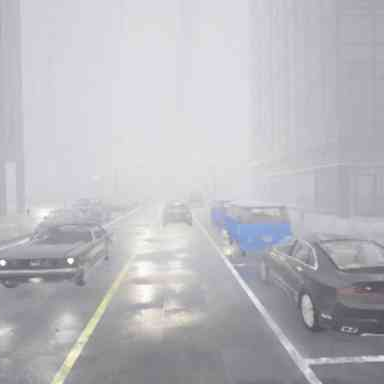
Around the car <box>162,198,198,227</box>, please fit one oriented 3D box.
[{"bbox_3d":[-0.961,1.394,21.512,2.033,1.411,5.357,-1,0,-3],"label":"car"}]

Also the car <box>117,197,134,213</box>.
[{"bbox_3d":[-7.485,1.416,34.039,1.887,1.381,4.507,-1,0,-3],"label":"car"}]

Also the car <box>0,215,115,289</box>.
[{"bbox_3d":[-3.497,1.590,9.404,1.895,1.301,4.718,-1,0,-3],"label":"car"}]

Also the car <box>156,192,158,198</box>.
[{"bbox_3d":[-10.114,1.081,83.162,1.752,1.417,4.829,-1,0,-3],"label":"car"}]

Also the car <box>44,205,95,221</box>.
[{"bbox_3d":[-6.584,1.568,17.209,1.802,1.307,4.206,-1,0,-3],"label":"car"}]

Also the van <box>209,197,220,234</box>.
[{"bbox_3d":[1.922,1.163,17.679,1.690,1.788,3.998,-1,0,-3],"label":"van"}]

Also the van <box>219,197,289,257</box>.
[{"bbox_3d":[2.222,1.202,12.069,1.690,1.788,3.998,-1,0,-3],"label":"van"}]

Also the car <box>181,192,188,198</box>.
[{"bbox_3d":[-2.214,0.867,95.060,1.887,1.381,4.507,-1,0,-3],"label":"car"}]

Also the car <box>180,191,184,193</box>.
[{"bbox_3d":[-1.010,1.010,72.549,2.008,1.369,4.403,-1,0,-3],"label":"car"}]

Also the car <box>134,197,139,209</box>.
[{"bbox_3d":[-7.784,1.416,39.650,1.802,1.307,4.206,-1,0,-3],"label":"car"}]

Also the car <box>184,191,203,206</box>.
[{"bbox_3d":[0.420,0.947,45.732,2.192,1.841,5.009,-1,0,-3],"label":"car"}]

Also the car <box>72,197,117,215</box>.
[{"bbox_3d":[-6.889,1.263,22.817,2.192,1.841,5.009,-1,0,-3],"label":"car"}]

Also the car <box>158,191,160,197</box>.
[{"bbox_3d":[-10.423,1.065,88.960,1.887,1.381,4.507,-1,0,-3],"label":"car"}]

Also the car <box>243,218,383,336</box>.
[{"bbox_3d":[2.527,1.450,6.460,2.008,1.369,4.403,-1,0,-3],"label":"car"}]

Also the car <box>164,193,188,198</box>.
[{"bbox_3d":[-1.933,1.215,39.513,2.128,1.511,4.902,-1,0,-3],"label":"car"}]

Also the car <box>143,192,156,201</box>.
[{"bbox_3d":[-9.525,0.939,72.073,2.192,1.841,5.009,-1,0,-3],"label":"car"}]
